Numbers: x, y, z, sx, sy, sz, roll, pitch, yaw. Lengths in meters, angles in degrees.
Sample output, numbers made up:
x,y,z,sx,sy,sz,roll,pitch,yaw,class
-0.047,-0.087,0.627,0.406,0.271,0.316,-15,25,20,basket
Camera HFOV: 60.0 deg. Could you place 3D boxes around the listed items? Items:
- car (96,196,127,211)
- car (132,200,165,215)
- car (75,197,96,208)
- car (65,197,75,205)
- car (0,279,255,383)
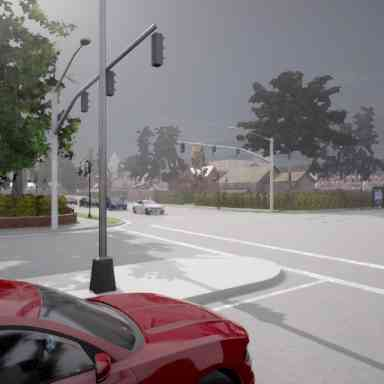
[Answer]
x,y,z,sx,sy,sz,roll,pitch,yaw,class
-9.820,1.352,41.591,2.097,1.767,4.553,0,0,-36,car
-4.613,1.526,34.387,1.812,1.442,4.674,0,0,-35,car
-15.213,1.504,49.043,1.837,1.490,4.892,0,0,-36,car
-21.070,1.564,57.175,1.994,1.385,4.181,0,0,-35,car
-1.684,1.478,2.567,5.008,1.535,1.882,0,0,-35,car
